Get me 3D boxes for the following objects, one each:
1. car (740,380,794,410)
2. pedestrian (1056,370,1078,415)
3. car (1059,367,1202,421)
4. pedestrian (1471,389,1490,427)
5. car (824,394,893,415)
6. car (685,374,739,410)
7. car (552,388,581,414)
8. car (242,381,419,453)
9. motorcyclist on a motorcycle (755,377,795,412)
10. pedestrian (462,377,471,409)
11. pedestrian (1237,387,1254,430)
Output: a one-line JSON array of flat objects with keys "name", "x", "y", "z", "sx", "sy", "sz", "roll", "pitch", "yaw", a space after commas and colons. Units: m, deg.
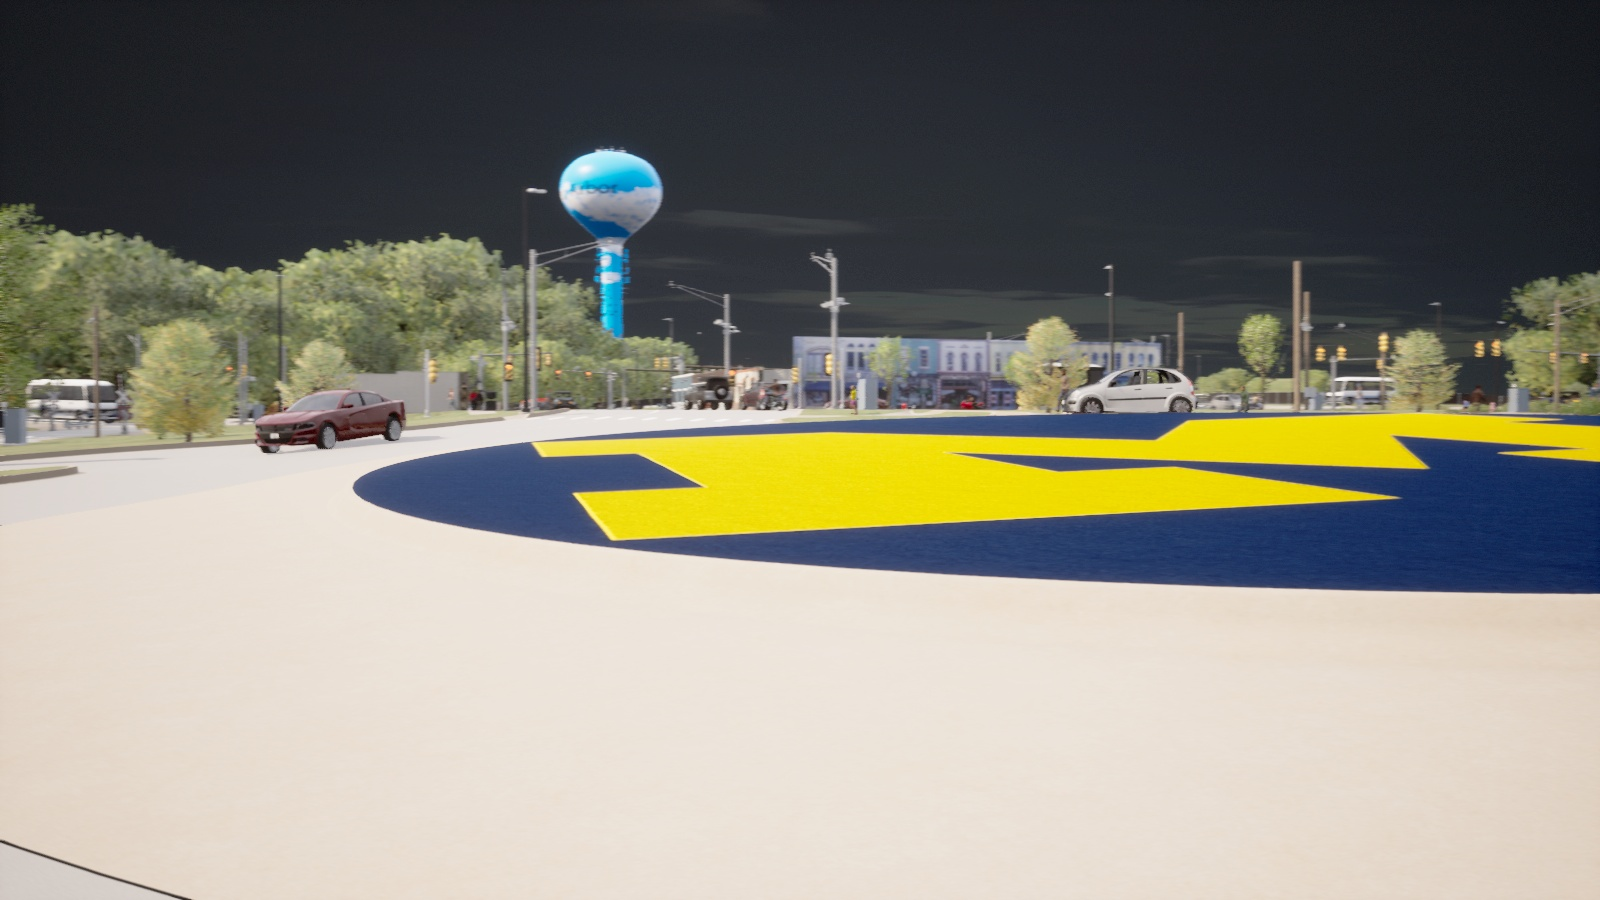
[{"name": "car", "x": -1.917, "y": -3.091, "z": 70.929, "sx": 1.851, "sy": 1.617, "sz": 3.988, "roll": 0, "pitch": 2, "yaw": -20}, {"name": "pedestrian", "x": 10.815, "y": -2.328, "z": 50.866, "sx": 0.869, "sy": 1.805, "sz": 0.328, "roll": 0, "pitch": 1, "yaw": -24}, {"name": "car", "x": 10.205, "y": -1.711, "z": 38.988, "sx": 3.988, "sy": 1.617, "sz": 1.851, "roll": 0, "pitch": 1, "yaw": 2}, {"name": "pedestrian", "x": 32.953, "y": -2.033, "z": 60.813, "sx": 0.703, "sy": 1.840, "sz": 0.431, "roll": 0, "pitch": 1, "yaw": -13}, {"name": "car", "x": 4.204, "y": -3.258, "z": 90.465, "sx": 4.674, "sy": 1.442, "sz": 1.812, "roll": 0, "pitch": 1, "yaw": -16}, {"name": "car", "x": -4.933, "y": -3.194, "z": 69.936, "sx": 1.905, "sy": 1.878, "sz": 3.866, "roll": 0, "pitch": 2, "yaw": -22}, {"name": "car", "x": -17.688, "y": -3.683, "z": 94.964, "sx": 1.905, "sy": 1.878, "sz": 3.866, "roll": 0, "pitch": 1, "yaw": -15}, {"name": "car", "x": -12.503, "y": -0.960, "z": 33.872, "sx": 1.882, "sy": 1.535, "sz": 5.008, "roll": -1, "pitch": 5, "yaw": 14}, {"name": "motorcyclist on a motorcycle", "x": -1.226, "y": -2.722, "z": 61.699, "sx": 0.766, "sy": 1.649, "sz": 2.350, "roll": -1, "pitch": 3, "yaw": -34}, {"name": "pedestrian", "x": -20.552, "y": -3.492, "z": 77.396, "sx": 0.396, "sy": 1.930, "sz": 0.692, "roll": 0, "pitch": 1, "yaw": -24}, {"name": "pedestrian", "x": 19.374, "y": -1.802, "z": 54.593, "sx": 0.614, "sy": 1.847, "sz": 0.353, "roll": 0, "pitch": 1, "yaw": -23}]
